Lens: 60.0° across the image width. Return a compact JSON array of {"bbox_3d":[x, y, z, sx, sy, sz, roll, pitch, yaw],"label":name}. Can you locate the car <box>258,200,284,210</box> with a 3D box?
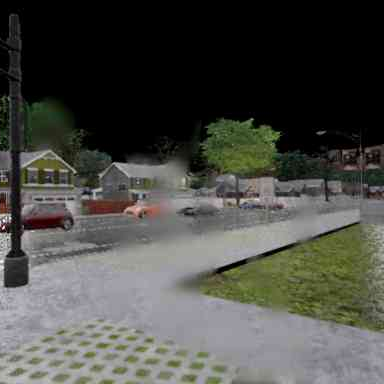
[{"bbox_3d":[11.897,1.915,48.679,1.812,1.442,4.674,-1,-1,37],"label":"car"}]

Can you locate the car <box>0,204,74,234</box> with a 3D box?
[{"bbox_3d":[-9.547,1.518,20.066,2.097,1.767,4.553,-1,-1,36],"label":"car"}]

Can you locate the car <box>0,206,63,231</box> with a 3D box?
[{"bbox_3d":[-11.505,1.750,22.916,1.812,1.442,4.674,-1,-1,37],"label":"car"}]

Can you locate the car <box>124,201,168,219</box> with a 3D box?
[{"bbox_3d":[-4.447,1.641,32.375,2.097,1.767,4.553,-1,-1,37],"label":"car"}]

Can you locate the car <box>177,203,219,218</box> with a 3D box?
[{"bbox_3d":[0.735,1.806,33.886,2.033,1.411,5.357,-1,-1,37],"label":"car"}]

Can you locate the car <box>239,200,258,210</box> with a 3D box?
[{"bbox_3d":[8.747,1.927,49.907,1.812,1.442,4.674,-1,-1,37],"label":"car"}]
